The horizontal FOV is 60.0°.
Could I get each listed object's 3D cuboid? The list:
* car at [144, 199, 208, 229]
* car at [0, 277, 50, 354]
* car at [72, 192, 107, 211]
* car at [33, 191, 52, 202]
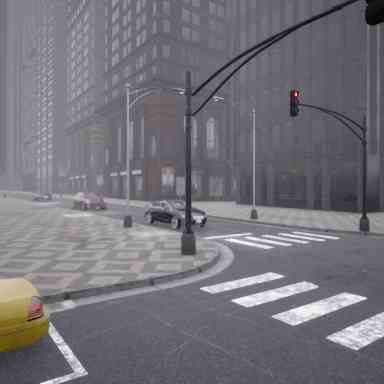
[{"bbox_3d":[-1.056,1.205,19.242,2.128,1.511,4.902,0,1,-36],"label":"car"},{"bbox_3d":[-4.223,1.525,3.641,4.829,1.417,1.752,0,0,-35],"label":"car"},{"bbox_3d":[-9.598,0.795,31.152,2.097,1.767,4.553,0,1,-36],"label":"car"},{"bbox_3d":[-21.610,0.582,48.050,2.128,1.511,4.902,0,1,-36],"label":"car"}]
